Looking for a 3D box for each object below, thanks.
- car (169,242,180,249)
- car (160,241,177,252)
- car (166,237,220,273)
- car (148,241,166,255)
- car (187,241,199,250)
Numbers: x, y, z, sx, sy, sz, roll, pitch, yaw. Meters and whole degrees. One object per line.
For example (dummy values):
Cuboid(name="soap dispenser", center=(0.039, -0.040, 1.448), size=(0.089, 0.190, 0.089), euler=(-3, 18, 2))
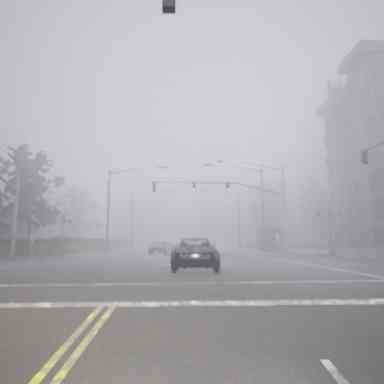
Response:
Cuboid(name="car", center=(-3.294, 10.188, 63.190), size=(1.895, 1.301, 4.718), euler=(0, -9, 0))
Cuboid(name="car", center=(-3.387, 7.921, 48.519), size=(1.994, 1.385, 4.181), euler=(0, -9, 1))
Cuboid(name="car", center=(0.133, 2.683, 14.552), size=(1.994, 1.385, 4.181), euler=(-1, -9, 0))
Cuboid(name="car", center=(-3.470, 5.899, 35.320), size=(2.033, 1.411, 5.357), euler=(0, -9, 0))
Cuboid(name="car", center=(0.200, 9.645, 60.047), size=(2.033, 1.411, 5.357), euler=(0, -9, 0))
